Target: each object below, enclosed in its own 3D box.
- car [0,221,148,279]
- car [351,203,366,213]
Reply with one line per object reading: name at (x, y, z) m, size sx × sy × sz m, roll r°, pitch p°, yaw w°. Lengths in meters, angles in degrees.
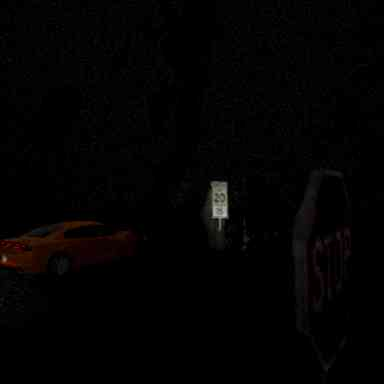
car at (-3.578, 1.698, 10.982) m, size 1.882 × 1.535 × 5.008 m, roll -1°, pitch -2°, yaw 36°
car at (26.185, 2.441, 51.930) m, size 1.882 × 1.535 × 5.008 m, roll -1°, pitch -2°, yaw 36°
